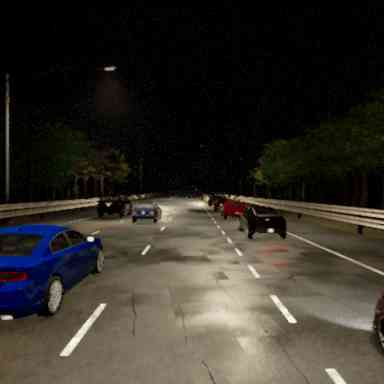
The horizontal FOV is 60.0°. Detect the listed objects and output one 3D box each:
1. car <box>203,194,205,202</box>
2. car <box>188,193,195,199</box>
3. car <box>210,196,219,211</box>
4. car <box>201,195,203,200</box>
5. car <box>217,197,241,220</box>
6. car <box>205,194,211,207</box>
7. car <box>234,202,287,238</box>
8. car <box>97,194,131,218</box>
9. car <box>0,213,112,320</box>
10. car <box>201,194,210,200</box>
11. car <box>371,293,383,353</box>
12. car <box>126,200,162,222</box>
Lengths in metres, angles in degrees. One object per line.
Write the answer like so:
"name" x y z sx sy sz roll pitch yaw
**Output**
"car" 3.424 1.413 61.255 1.812 1.442 4.674 0 0 0
"car" -0.113 1.088 91.680 1.812 1.442 4.674 0 1 0
"car" 3.452 1.450 39.255 1.837 1.490 4.892 0 0 0
"car" 3.411 1.331 72.253 1.882 1.535 5.008 0 0 0
"car" 3.465 1.447 28.255 1.882 1.535 5.008 0 0 0
"car" 3.438 1.348 50.254 2.033 1.649 4.856 0 0 0
"car" 3.578 1.490 17.509 1.837 1.490 4.892 0 0 0
"car" -6.925 1.187 30.244 2.150 2.045 5.566 0 0 0
"car" -3.410 1.471 7.453 1.882 1.535 5.008 0 0 0
"car" 3.397 1.291 83.280 2.163 1.488 4.792 0 0 0
"car" 3.594 1.561 3.133 1.994 1.385 4.181 0 0 0
"car" -3.431 1.521 25.898 2.033 1.411 5.357 0 0 0
